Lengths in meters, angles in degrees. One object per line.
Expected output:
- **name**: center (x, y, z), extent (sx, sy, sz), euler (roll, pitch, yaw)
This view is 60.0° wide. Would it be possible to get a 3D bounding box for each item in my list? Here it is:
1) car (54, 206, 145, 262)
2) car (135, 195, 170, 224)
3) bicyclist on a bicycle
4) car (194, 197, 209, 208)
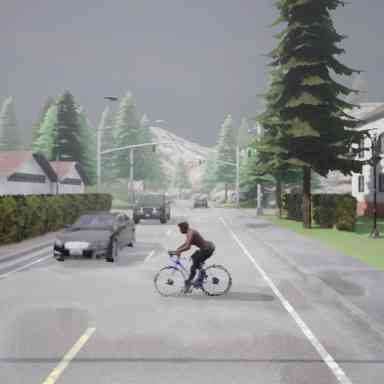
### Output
- **car**: center (-3.309, 1.490, 12.142), extent (2.128, 1.511, 4.902), euler (0, 0, 2)
- **car**: center (-2.884, 1.219, 24.982), extent (2.150, 2.045, 5.566), euler (0, 0, 2)
- **bicyclist on a bicycle**: center (0.002, 1.447, 7.076), extent (1.656, 1.620, 0.582), euler (-2, 0, 2)
- **car**: center (1.286, 1.484, 46.988), extent (2.128, 1.511, 4.902), euler (0, 0, 3)
